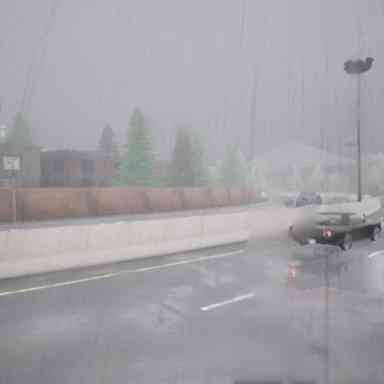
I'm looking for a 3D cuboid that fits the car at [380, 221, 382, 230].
[{"bbox_3d":[8.334,1.336,10.980,4.902,1.511,2.128,-1,0,-42],"label":"car"}]

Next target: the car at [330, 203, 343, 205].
[{"bbox_3d":[16.646,1.141,37.412,2.033,1.411,5.357,0,0,33],"label":"car"}]

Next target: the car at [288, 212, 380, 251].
[{"bbox_3d":[5.950,1.456,13.472,4.718,1.301,1.895,-1,0,-43],"label":"car"}]

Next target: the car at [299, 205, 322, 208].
[{"bbox_3d":[14.278,0.822,40.266,2.150,2.045,5.566,0,1,32],"label":"car"}]
